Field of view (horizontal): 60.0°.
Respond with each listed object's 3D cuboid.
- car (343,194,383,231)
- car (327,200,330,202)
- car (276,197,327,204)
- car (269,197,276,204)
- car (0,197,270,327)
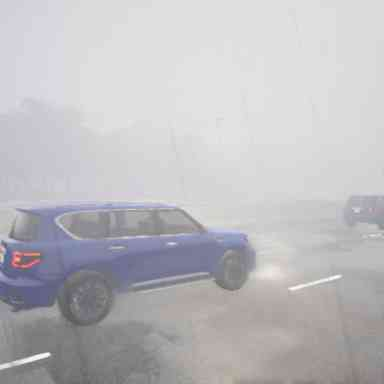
[{"bbox_3d":[11.630,1.166,20.602,5.566,2.045,2.150,0,0,-35],"label":"car"},{"bbox_3d":[15.049,1.438,40.375,4.674,1.442,1.812,0,0,-35],"label":"car"},{"bbox_3d":[10.979,1.438,33.234,4.892,1.490,1.837,0,0,-35],"label":"car"},{"bbox_3d":[12.754,1.406,43.038,4.902,1.511,2.128,0,0,-35],"label":"car"},{"bbox_3d":[-1.072,1.218,7.281,5.566,2.045,2.150,0,0,-36],"label":"car"}]
